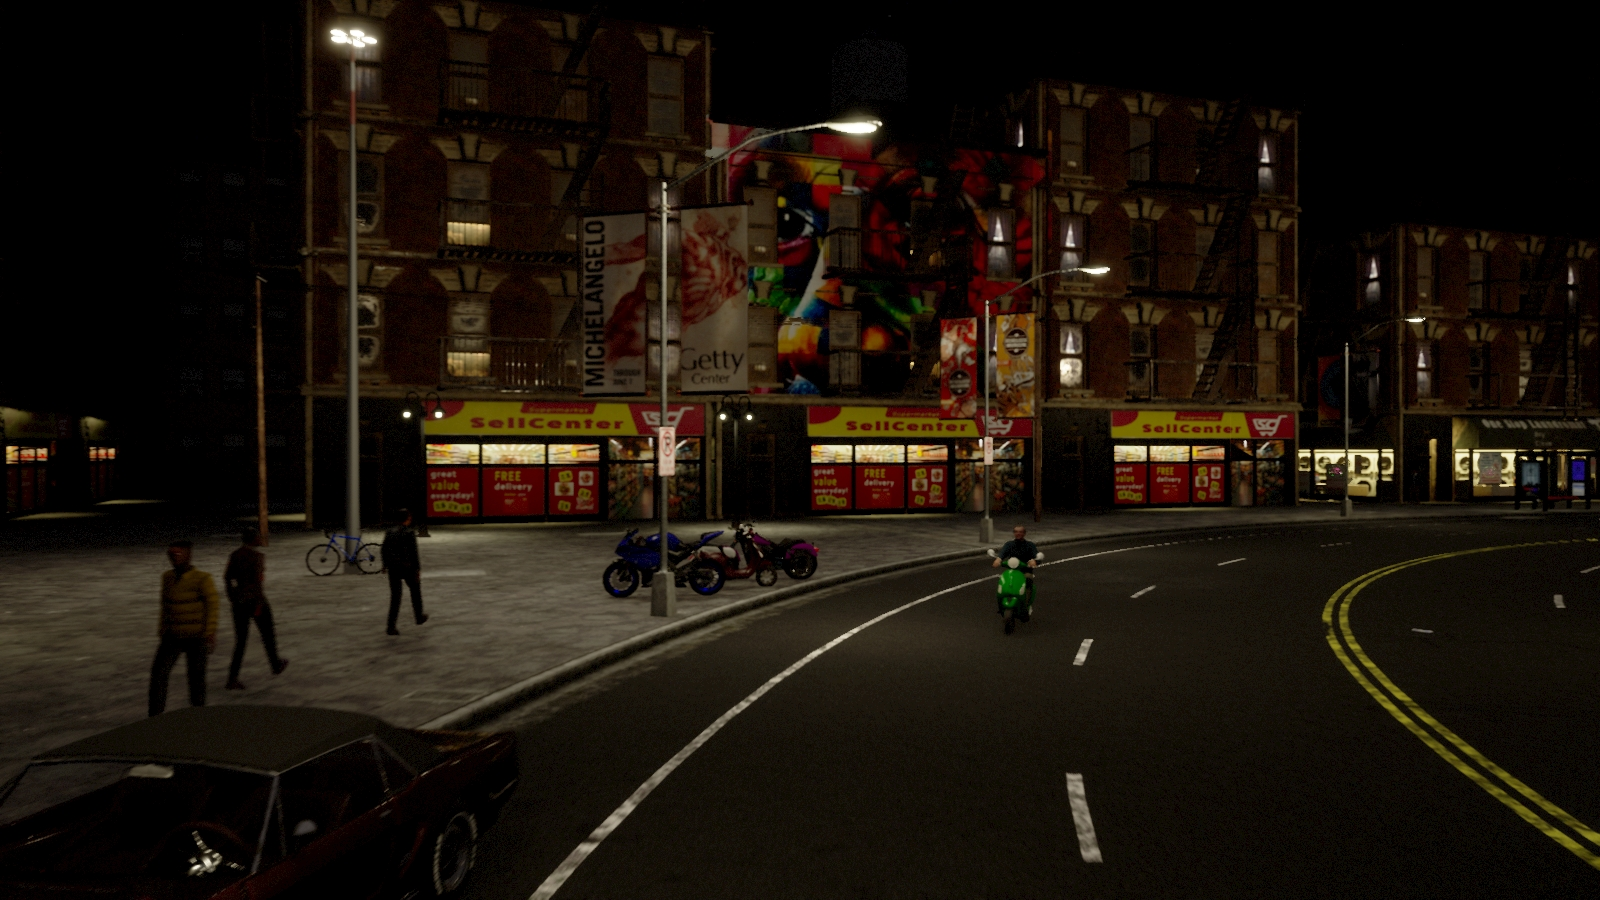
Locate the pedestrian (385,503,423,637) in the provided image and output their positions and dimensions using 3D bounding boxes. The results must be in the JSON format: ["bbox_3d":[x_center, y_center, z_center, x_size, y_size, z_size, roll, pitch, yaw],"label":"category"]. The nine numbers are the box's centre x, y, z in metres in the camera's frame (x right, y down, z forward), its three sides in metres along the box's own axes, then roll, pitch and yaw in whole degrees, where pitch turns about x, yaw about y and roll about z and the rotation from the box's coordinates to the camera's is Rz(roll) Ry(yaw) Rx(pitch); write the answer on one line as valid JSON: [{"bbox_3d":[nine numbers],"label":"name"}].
[{"bbox_3d":[-5.636,1.696,16.275,0.375,1.860,0.375,0,0,11],"label":"pedestrian"}]

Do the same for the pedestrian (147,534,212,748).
[{"bbox_3d":[-5.569,1.695,10.260,0.375,1.860,0.375,0,0,4],"label":"pedestrian"}]

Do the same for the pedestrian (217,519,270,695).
[{"bbox_3d":[-6.070,1.697,12.472,0.375,1.860,0.375,0,0,7],"label":"pedestrian"}]

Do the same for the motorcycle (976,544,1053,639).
[{"bbox_3d":[3.402,2.183,17.990,0.856,1.236,1.805,1,0,21],"label":"motorcycle"}]
